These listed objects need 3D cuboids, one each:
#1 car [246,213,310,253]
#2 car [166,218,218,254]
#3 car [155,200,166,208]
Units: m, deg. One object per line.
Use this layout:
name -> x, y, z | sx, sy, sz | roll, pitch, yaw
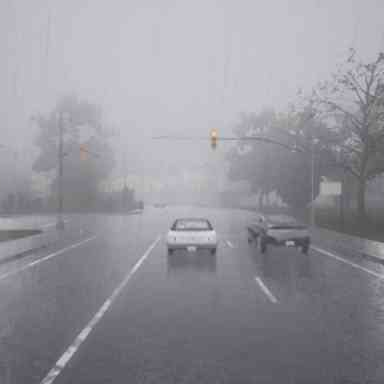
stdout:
car -> 3.510, 1.638, 14.300 | 2.128, 1.511, 4.902 | 0, 0, 0
car -> 0.005, 1.744, 14.107 | 1.895, 1.301, 4.718 | 0, -1, 0
car -> -6.938, 2.630, 73.239 | 2.097, 1.767, 4.553 | 0, -2, -13
